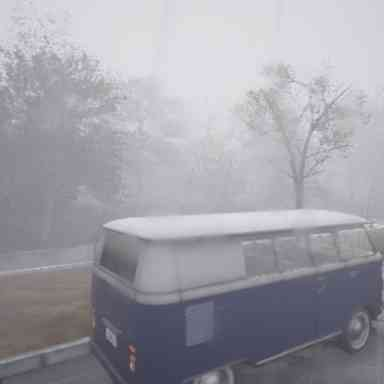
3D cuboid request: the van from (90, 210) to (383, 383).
[{"bbox_3d":[0.968,1.279,4.722,4.442,1.987,1.878,0,0,-33],"label":"van"}]
